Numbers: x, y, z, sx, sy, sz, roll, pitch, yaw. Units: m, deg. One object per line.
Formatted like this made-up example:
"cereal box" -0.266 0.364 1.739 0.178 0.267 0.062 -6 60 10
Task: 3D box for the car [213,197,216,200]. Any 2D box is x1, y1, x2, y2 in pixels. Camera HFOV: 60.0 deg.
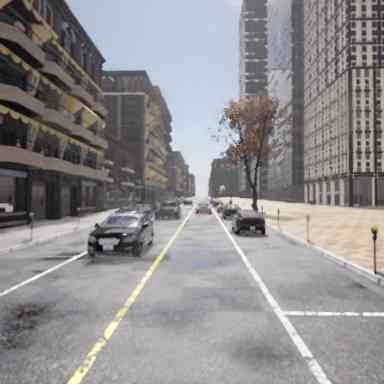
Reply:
"car" 4.630 2.042 58.944 2.008 1.369 4.403 1 0 2

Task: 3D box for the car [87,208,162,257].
"car" -2.691 1.601 13.460 2.128 1.511 4.902 0 -1 2

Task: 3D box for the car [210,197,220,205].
"car" 5.190 2.074 75.642 1.967 1.590 4.097 1 0 2

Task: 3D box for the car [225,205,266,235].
"car" 3.328 1.716 19.978 2.008 1.369 4.403 1 0 2

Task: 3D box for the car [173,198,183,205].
"car" -3.187 2.177 75.923 1.887 1.381 4.507 1 0 2

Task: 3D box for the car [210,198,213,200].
"car" 1.729 1.962 50.108 2.033 1.411 5.357 0 0 2

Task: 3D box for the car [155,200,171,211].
"car" -4.123 1.919 47.921 1.752 1.417 4.829 1 0 2

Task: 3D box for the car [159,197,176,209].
"car" -3.927 1.757 53.660 2.192 1.841 5.009 1 0 2

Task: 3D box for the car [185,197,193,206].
"car" -0.785 2.161 67.742 1.895 1.301 4.718 0 0 2

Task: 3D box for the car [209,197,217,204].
"car" 5.562 2.170 86.776 1.967 1.590 4.097 1 0 2

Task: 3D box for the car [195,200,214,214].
"car" 1.391 1.930 39.934 1.895 1.301 4.718 0 0 2

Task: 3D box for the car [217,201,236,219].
"car" 3.700 1.807 31.111 2.008 1.369 4.403 1 0 2

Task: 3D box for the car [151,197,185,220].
"car" -2.120 1.601 30.667 2.097 1.767 4.553 0 0 2

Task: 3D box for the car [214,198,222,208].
"car" 4.078 1.876 42.415 1.752 1.417 4.829 1 0 2

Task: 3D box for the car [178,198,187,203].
"car" -2.629 2.327 92.622 2.008 1.369 4.403 1 0 2

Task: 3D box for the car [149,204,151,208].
"car" -4.676 1.806 31.392 2.008 1.369 4.403 1 0 2

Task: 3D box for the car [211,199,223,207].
"car" 4.817 2.089 64.508 2.008 1.369 4.403 1 0 2

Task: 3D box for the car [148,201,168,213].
"car" -4.304 1.914 42.525 1.947 1.339 4.313 1 0 2

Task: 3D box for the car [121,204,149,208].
"car" -4.862 1.775 25.826 1.947 1.339 4.313 1 0 2
